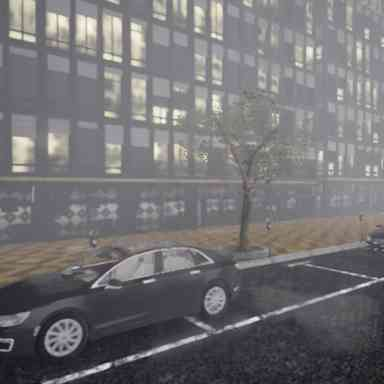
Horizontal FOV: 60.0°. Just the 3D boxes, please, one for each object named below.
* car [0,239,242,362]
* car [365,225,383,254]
[{"bbox_3d":[-1.073,1.564,5.807,4.403,1.369,2.008,0,-1,-35],"label":"car"},{"bbox_3d":[8.181,1.568,12.407,4.403,1.369,2.008,0,-1,-35],"label":"car"}]
